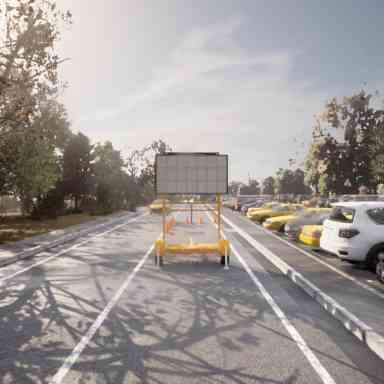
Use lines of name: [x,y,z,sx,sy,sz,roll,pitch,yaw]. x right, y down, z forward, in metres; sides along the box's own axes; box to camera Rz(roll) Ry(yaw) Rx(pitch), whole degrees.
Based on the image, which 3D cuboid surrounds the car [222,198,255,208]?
car: [7.201,1.646,51.840,4.892,1.521,2.231,0,0,0]

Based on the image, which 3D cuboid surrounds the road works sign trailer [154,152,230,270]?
road works sign trailer: [-0.014,0.480,11.132,2.380,3.560,2.880,0,0,-1]

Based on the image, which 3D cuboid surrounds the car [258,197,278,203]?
car: [20.591,2.092,90.386,5.008,1.535,2.097,0,-1,0]

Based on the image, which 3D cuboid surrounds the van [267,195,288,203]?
van: [20.386,1.630,79.315,4.442,1.987,1.878,0,-1,0]

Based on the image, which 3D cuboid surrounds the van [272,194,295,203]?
van: [20.342,1.529,73.925,4.442,1.987,1.878,0,-1,0]

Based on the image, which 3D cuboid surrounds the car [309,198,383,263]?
car: [6.876,1.329,10.209,5.566,2.045,2.435,0,0,0]

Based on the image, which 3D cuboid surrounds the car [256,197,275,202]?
car: [20.615,2.154,93.281,5.008,1.535,2.097,0,-1,0]

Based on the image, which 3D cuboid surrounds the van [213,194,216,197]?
van: [7.239,1.523,71.275,4.442,1.987,1.878,0,0,0]

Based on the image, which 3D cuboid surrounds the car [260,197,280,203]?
car: [20.567,2.034,87.617,4.892,1.521,2.231,0,-1,0]

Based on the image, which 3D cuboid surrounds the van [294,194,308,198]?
van: [20.436,1.441,57.295,4.442,1.987,1.878,0,0,0]

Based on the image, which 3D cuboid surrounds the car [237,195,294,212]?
car: [7.064,1.418,32.411,4.553,1.767,2.185,0,0,0]

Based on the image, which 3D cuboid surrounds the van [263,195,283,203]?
van: [20.666,1.748,84.851,4.442,1.987,1.878,0,-1,0]

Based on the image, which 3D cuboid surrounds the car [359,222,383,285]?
car: [6.830,1.589,7.434,5.008,1.535,2.097,0,0,0]

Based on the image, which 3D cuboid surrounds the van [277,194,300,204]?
van: [20.551,1.514,71.020,4.442,1.987,1.878,0,0,0]

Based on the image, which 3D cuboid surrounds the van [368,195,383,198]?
van: [20.003,1.310,32.225,4.442,1.987,1.878,0,0,0]

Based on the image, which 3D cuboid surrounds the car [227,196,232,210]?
car: [7.073,1.615,40.736,4.792,1.488,2.163,0,0,0]

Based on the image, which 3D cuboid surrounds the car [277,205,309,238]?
car: [6.900,1.563,15.762,4.892,1.521,2.231,0,0,0]

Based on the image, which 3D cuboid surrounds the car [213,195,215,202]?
car: [7.304,1.719,65.721,5.008,1.535,2.097,0,0,0]

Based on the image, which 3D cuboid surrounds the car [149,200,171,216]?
car: [-3.178,1.550,33.698,1.882,1.535,5.008,0,0,0]

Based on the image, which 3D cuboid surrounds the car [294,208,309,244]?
car: [7.056,1.568,12.984,5.366,1.575,1.946,0,0,0]

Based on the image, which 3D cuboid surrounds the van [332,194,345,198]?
van: [20.064,1.351,40.551,4.442,1.987,1.878,0,0,0]

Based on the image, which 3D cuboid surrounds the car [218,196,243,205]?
car: [7.255,1.578,62.945,4.553,1.767,2.185,0,0,0]

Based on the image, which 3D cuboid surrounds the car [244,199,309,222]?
car: [6.779,1.533,24.213,5.366,1.575,1.946,0,0,0]

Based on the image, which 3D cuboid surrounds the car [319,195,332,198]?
car: [20.175,1.341,43.319,5.566,2.045,2.435,0,0,0]

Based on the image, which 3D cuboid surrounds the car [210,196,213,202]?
car: [7.407,1.512,74.050,5.566,2.045,2.435,0,0,0]

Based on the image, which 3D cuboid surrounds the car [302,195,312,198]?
car: [20.267,1.636,51.629,5.008,1.535,2.097,0,0,0]

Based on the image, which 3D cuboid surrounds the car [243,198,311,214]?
car: [7.172,1.529,26.862,5.366,1.575,1.946,0,0,0]

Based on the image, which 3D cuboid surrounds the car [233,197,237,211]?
car: [7.085,1.585,35.183,4.792,1.488,2.163,0,0,0]

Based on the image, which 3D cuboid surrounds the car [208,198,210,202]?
car: [7.523,2.104,90.682,5.008,1.535,2.097,0,-1,0]

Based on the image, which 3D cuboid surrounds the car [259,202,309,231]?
car: [6.732,1.549,18.539,5.366,1.575,1.946,0,0,0]

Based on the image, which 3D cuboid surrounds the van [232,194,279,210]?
van: [7.195,1.345,37.960,4.442,1.987,1.878,0,0,0]

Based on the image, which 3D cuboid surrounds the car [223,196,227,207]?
car: [7.119,1.645,46.288,4.792,1.488,2.163,0,0,0]

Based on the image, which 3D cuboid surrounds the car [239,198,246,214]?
car: [7.003,1.536,29.631,4.892,1.521,2.231,0,0,0]

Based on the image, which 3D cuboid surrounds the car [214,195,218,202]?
car: [7.055,1.672,57.394,5.366,1.575,1.946,0,0,0]

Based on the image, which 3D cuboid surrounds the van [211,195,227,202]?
van: [7.658,1.938,93.461,4.442,1.987,1.878,0,-1,0]

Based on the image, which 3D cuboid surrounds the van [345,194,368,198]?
van: [20.274,1.336,37.779,4.442,1.987,1.878,0,0,0]

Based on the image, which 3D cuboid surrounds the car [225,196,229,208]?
car: [7.096,1.630,43.512,4.792,1.488,2.163,0,0,0]

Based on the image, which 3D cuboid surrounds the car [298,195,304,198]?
car: [20.300,1.692,54.524,4.674,1.452,2.002,0,0,0]

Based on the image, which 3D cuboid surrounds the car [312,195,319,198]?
car: [20.198,1.355,46.090,5.566,2.045,2.435,0,0,0]

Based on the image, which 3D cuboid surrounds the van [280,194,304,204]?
van: [20.529,1.500,68.375,4.442,1.987,1.878,0,0,0]

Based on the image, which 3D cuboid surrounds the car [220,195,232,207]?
car: [6.986,1.627,49.066,5.366,1.575,1.946,0,0,0]
